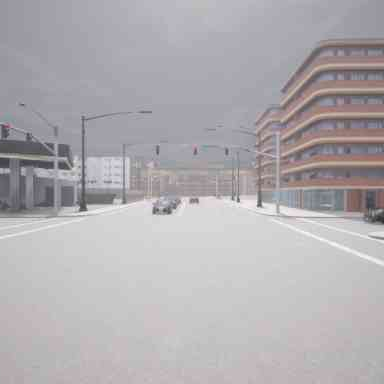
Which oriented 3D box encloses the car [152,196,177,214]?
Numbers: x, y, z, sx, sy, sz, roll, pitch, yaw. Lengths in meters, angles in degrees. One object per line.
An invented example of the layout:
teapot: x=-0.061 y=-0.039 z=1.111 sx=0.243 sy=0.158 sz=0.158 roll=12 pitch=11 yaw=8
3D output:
car: x=-3.074 y=1.491 z=35.193 sx=2.128 sy=1.511 sz=4.902 roll=0 pitch=0 yaw=0

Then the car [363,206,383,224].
car: x=14.724 y=1.352 z=23.642 sx=4.553 sy=1.767 sz=2.097 roll=0 pitch=0 yaw=1

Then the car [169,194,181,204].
car: x=-3.204 y=1.352 z=65.083 sx=2.097 sy=1.767 sz=4.553 roll=0 pitch=0 yaw=0

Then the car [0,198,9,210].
car: x=-23.941 y=1.456 z=39.386 sx=3.806 sy=1.475 sz=1.970 roll=0 pitch=0 yaw=1

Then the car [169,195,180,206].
car: x=-3.131 y=1.352 z=44.911 sx=2.097 sy=1.767 sz=4.553 roll=0 pitch=0 yaw=0

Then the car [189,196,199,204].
car: x=0.435 y=1.525 z=65.786 sx=1.812 sy=1.442 sz=4.674 roll=0 pitch=0 yaw=0
